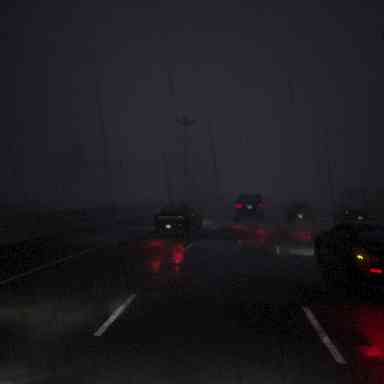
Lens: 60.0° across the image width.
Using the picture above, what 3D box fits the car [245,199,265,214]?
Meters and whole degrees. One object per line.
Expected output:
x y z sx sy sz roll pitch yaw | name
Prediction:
6.773 1.462 35.467 1.994 1.385 4.181 0 0 13 | car

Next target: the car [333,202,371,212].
11.217 1.461 23.398 1.812 1.442 4.674 0 0 13 | car

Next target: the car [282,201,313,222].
8.132 1.433 25.624 1.837 1.490 4.892 0 0 13 | car

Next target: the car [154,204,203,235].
-0.622 1.436 18.457 2.128 1.511 4.902 0 0 12 | car

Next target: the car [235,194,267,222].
4.607 1.148 25.912 2.150 2.045 5.566 0 0 12 | car

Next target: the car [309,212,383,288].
4.609 1.501 8.918 1.812 1.442 4.674 0 0 9 | car
